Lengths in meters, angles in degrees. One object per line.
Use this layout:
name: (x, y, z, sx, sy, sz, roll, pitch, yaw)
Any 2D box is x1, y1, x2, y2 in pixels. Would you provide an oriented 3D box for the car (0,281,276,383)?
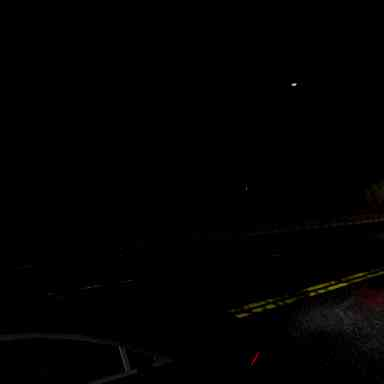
car: (-1.434, 1.492, 2.440, 4.902, 1.511, 2.128, 0, 0, -36)
